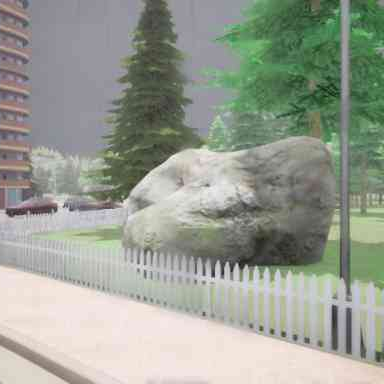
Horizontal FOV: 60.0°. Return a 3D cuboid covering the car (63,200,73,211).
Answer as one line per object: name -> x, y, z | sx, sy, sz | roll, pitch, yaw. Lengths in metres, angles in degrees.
car -> -16.382, 1.438, 45.890 | 1.837, 1.490, 4.892 | 0, 0, -8

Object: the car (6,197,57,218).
car -> -14.413, 1.414, 30.208 | 1.882, 1.535, 5.008 | 0, 0, 15

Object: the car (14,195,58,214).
car -> -16.669, 1.287, 35.855 | 2.097, 1.767, 4.553 | 0, 0, 8

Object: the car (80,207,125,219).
car -> -7.462, 1.416, 28.340 | 1.882, 1.535, 5.008 | 0, 0, 18
